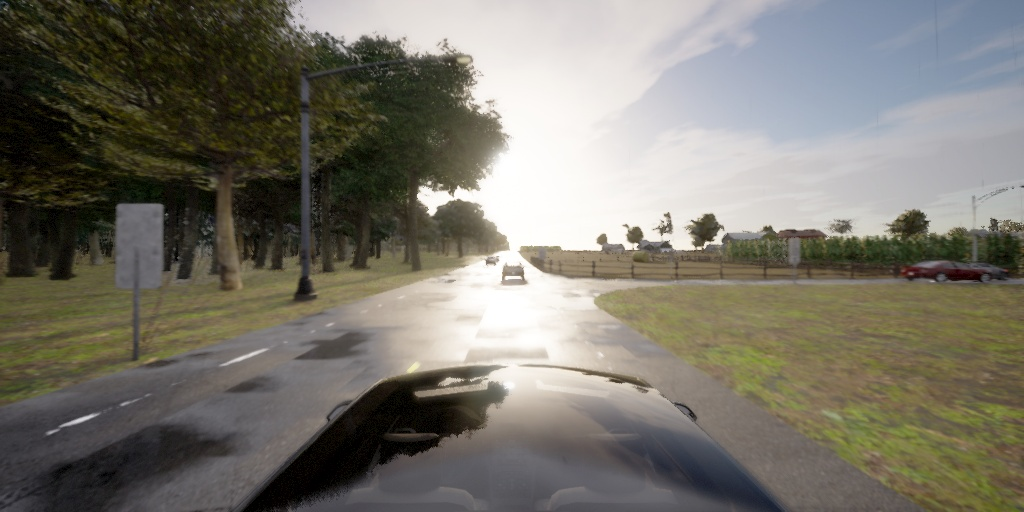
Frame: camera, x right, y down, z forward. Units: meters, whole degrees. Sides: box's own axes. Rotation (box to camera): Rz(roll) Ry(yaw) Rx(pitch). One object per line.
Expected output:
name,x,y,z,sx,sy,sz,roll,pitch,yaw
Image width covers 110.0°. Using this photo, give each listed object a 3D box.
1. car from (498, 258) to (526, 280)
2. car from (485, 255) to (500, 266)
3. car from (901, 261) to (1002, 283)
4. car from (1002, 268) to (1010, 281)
car,0.114,1.127,30.247,2.128,1.511,4.902,0,0,0
car,-3.497,0.796,60.161,1.837,1.490,4.892,0,1,1
car,30.659,1.109,25.335,5.008,1.535,1.882,0,-1,0
car,36.140,1.241,28.290,4.181,1.385,1.994,0,-1,0
